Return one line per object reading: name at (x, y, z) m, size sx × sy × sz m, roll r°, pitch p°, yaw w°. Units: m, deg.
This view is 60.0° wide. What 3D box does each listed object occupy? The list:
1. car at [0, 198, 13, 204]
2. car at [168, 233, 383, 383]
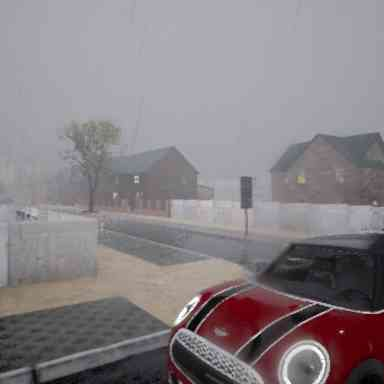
car at (-44.864, 2.166, 81.122) m, size 1.882 × 1.535 × 5.008 m, roll -1°, pitch 0°, yaw -35°
car at (1.940, 1.402, 4.331) m, size 4.553 × 1.767 × 2.097 m, roll 1°, pitch -1°, yaw -35°
